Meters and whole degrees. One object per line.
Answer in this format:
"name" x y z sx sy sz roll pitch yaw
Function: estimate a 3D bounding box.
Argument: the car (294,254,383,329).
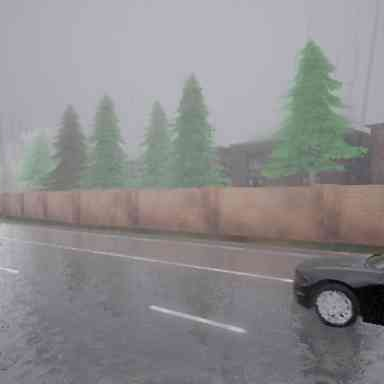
"car" 4.191 1.474 5.290 5.008 1.535 1.882 -1 0 36
